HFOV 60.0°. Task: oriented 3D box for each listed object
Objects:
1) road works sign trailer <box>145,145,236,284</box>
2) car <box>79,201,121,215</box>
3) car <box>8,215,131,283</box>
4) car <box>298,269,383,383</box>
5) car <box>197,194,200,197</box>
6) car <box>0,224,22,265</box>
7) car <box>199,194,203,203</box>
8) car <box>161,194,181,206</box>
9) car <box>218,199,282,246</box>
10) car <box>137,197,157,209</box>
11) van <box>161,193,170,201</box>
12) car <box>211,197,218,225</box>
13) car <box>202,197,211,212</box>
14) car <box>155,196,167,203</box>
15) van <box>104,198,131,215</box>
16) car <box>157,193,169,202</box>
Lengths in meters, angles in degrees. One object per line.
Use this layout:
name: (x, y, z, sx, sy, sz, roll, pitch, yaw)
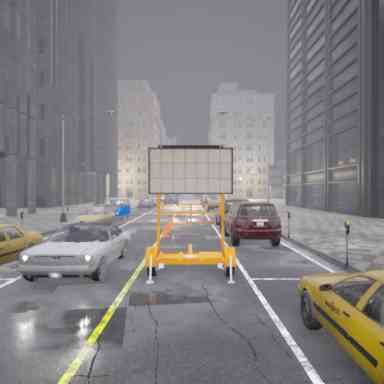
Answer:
road works sign trailer: (-0.036, 0.464, 9.592, 2.380, 3.560, 2.880, 0, 0, 0)
car: (-5.940, 1.523, 20.594, 1.752, 1.417, 4.829, 0, 0, 0)
car: (-3.136, 1.601, 9.808, 1.895, 1.301, 4.718, 0, 0, 0)
car: (2.653, 1.526, 4.070, 1.752, 1.417, 4.829, 0, 0, 1)
car: (2.429, 1.477, 60.254, 1.887, 1.381, 4.507, 0, 0, 0)
car: (-5.901, 1.525, 9.281, 1.752, 1.417, 4.829, 0, 0, 1)
car: (2.474, 1.397, 48.975, 1.967, 1.590, 4.097, 0, 0, 0)
car: (-3.209, 1.224, 52.790, 2.150, 2.045, 5.566, 0, 0, 0)
car: (2.608, 1.315, 15.138, 2.192, 1.841, 5.009, 0, 0, 0)
car: (-6.029, 1.550, 43.325, 1.802, 1.307, 4.206, 0, 0, 0)
van: (-6.164, 1.234, 77.166, 1.690, 1.788, 3.998, 0, 0, 0)
car: (2.586, 1.312, 20.778, 2.192, 1.841, 5.009, 0, 0, 0)
car: (2.519, 1.530, 37.697, 2.008, 1.369, 4.403, 0, 0, 0)
car: (-6.119, 1.486, 65.885, 1.947, 1.339, 4.313, 0, 0, 0)
van: (-5.962, 1.335, 26.406, 1.690, 1.788, 3.998, 0, 0, 0)
car: (-6.142, 1.222, 71.525, 2.192, 1.841, 5.009, 0, 0, 0)
